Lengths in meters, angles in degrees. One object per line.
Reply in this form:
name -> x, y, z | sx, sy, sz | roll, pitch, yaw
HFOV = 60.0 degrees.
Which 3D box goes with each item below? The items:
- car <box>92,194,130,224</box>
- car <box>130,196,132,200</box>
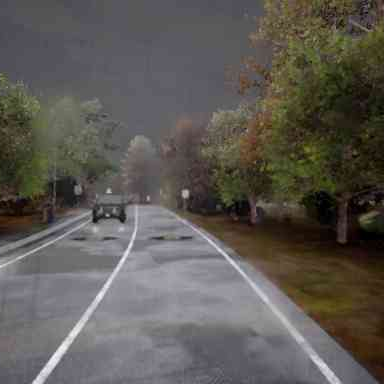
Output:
car -> -5.949, 1.152, 24.518 | 2.150, 2.045, 5.566 | 1, 0, -9
car -> -12.666, 1.496, 65.465 | 1.837, 1.490, 4.892 | 1, -3, -9
